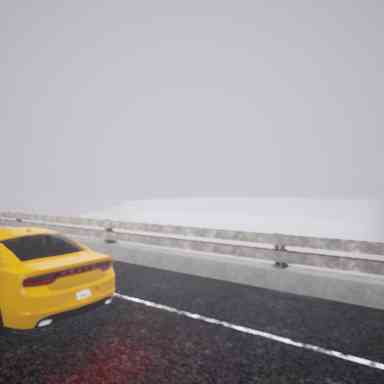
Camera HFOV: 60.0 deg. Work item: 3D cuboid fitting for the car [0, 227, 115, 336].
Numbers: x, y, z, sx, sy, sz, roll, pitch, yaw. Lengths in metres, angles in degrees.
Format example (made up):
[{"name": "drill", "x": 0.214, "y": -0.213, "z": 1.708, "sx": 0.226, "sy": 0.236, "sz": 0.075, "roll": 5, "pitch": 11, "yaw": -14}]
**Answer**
[{"name": "car", "x": -3.710, "y": 1.449, "z": 6.671, "sx": 5.008, "sy": 1.535, "sz": 1.882, "roll": 0, "pitch": 0, "yaw": 36}]
